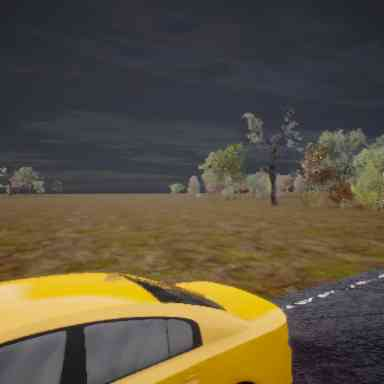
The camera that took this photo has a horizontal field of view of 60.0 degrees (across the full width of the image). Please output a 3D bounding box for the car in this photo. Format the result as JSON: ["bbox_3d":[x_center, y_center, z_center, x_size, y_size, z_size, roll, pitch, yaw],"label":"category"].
[{"bbox_3d":[-1.373,1.482,2.453,5.008,1.535,1.882,0,0,-36],"label":"car"}]
